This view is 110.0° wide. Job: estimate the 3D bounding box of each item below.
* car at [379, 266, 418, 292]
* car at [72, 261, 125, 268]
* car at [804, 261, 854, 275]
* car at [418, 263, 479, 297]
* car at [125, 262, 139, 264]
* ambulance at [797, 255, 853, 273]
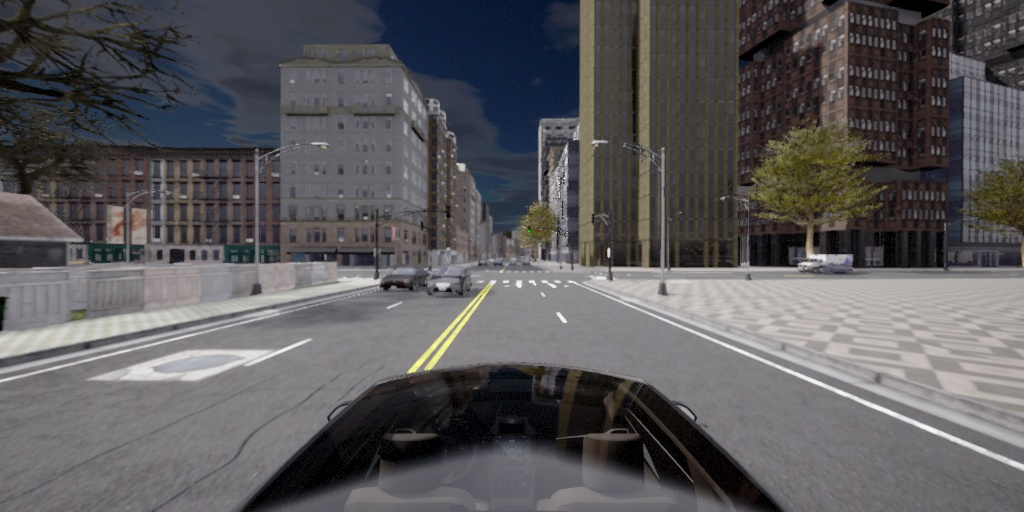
[{"bbox_3d":[-6.495,1.365,22.464,2.033,1.411,5.357,0,0,1],"label":"car"},{"bbox_3d":[-41.704,1.291,35.146,5.008,1.535,1.882,0,0,1],"label":"car"},{"bbox_3d":[38.436,1.581,43.304,4.181,1.385,1.994,0,0,-6],"label":"car"},{"bbox_3d":[-3.273,1.306,19.471,2.128,1.511,4.902,0,0,0],"label":"car"},{"bbox_3d":[-41.307,1.342,38.401,5.357,1.411,2.033,0,0,1],"label":"car"},{"bbox_3d":[40.706,1.033,46.730,6.366,2.431,2.351,0,0,-7],"label":"ambulance"}]
